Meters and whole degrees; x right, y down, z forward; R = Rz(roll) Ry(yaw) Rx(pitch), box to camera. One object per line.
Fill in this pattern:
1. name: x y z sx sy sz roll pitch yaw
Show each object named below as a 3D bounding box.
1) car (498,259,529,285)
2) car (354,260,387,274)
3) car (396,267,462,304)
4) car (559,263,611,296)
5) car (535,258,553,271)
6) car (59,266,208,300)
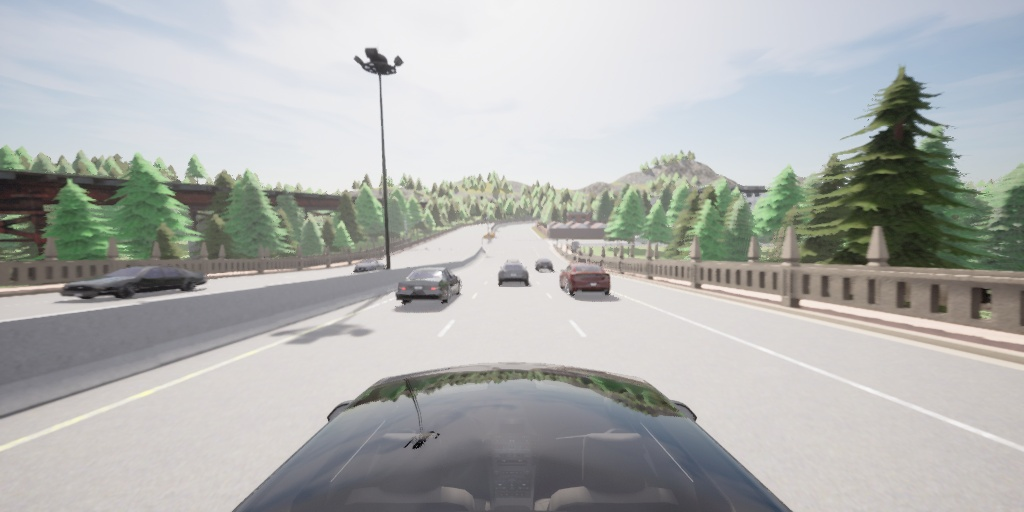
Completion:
1. car: 0.098 1.138 24.252 1.994 1.385 4.181 0 0 0
2. car: -14.025 1.050 35.689 1.994 1.385 4.181 0 0 1
3. car: -3.401 1.190 15.518 2.033 1.411 5.357 0 0 0
4. car: 3.599 1.098 18.347 1.882 1.535 5.008 0 0 0
5. car: 3.597 0.970 40.889 1.812 1.442 4.674 0 0 0
6. car: -17.544 1.177 17.173 2.033 1.411 5.357 0 0 0
